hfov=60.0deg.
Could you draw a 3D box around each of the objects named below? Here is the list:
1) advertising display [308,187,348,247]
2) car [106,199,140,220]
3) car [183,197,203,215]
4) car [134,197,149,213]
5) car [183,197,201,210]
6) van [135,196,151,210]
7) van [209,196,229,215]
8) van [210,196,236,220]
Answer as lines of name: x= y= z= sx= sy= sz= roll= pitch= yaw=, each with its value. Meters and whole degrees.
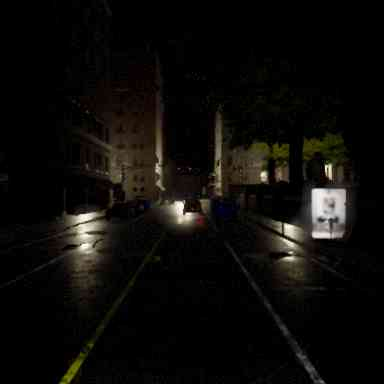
advertising display: x=5.634 y=1.016 z=13.788 sx=1.540 sy=2.440 sz=0.280 roll=0 pitch=0 yaw=0
car: x=-5.849 y=1.540 z=27.635 sx=1.947 sy=1.339 sz=4.313 roll=0 pitch=0 yaw=0
car: x=0.081 y=1.444 z=32.882 sx=1.882 sy=1.535 sz=5.008 roll=0 pitch=0 yaw=1
car: x=-5.848 y=1.510 z=33.294 sx=1.887 sy=1.381 sz=4.507 roll=0 pitch=0 yaw=0
car: x=0.008 y=1.438 z=43.297 sx=2.128 sy=1.511 sz=4.902 roll=0 pitch=0 yaw=0
van: x=-5.845 y=1.297 z=38.954 sx=1.690 sy=1.788 sz=3.998 roll=0 pitch=0 yaw=0
van: x=2.679 y=1.306 z=33.302 sx=1.690 sy=1.788 sz=3.998 roll=0 pitch=0 yaw=0
van: x=2.677 y=1.315 z=27.644 sx=1.690 sy=1.788 sz=3.998 roll=0 pitch=0 yaw=0
